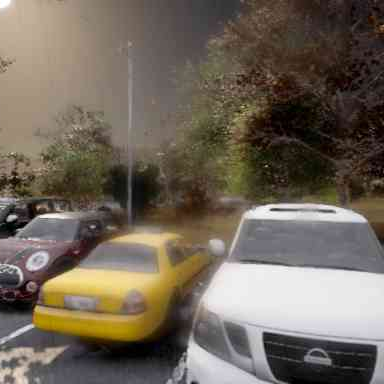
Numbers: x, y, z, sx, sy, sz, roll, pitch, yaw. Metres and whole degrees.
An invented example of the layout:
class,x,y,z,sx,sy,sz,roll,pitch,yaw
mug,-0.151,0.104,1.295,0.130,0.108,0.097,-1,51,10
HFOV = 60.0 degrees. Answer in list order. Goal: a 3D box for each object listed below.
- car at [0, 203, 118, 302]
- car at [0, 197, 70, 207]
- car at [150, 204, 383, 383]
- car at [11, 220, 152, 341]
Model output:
class,x,y,z,sx,sy,sz,roll,pitch,yaw
car,-3.262,1.333,8.428,2.185,1.767,4.553,1,0,15
car,-5.713,1.180,10.062,2.435,2.045,5.566,1,0,14
car,1.596,1.237,4.954,2.435,2.045,5.566,1,0,15
car,-0.798,1.477,6.879,1.946,1.575,5.366,0,-1,15
